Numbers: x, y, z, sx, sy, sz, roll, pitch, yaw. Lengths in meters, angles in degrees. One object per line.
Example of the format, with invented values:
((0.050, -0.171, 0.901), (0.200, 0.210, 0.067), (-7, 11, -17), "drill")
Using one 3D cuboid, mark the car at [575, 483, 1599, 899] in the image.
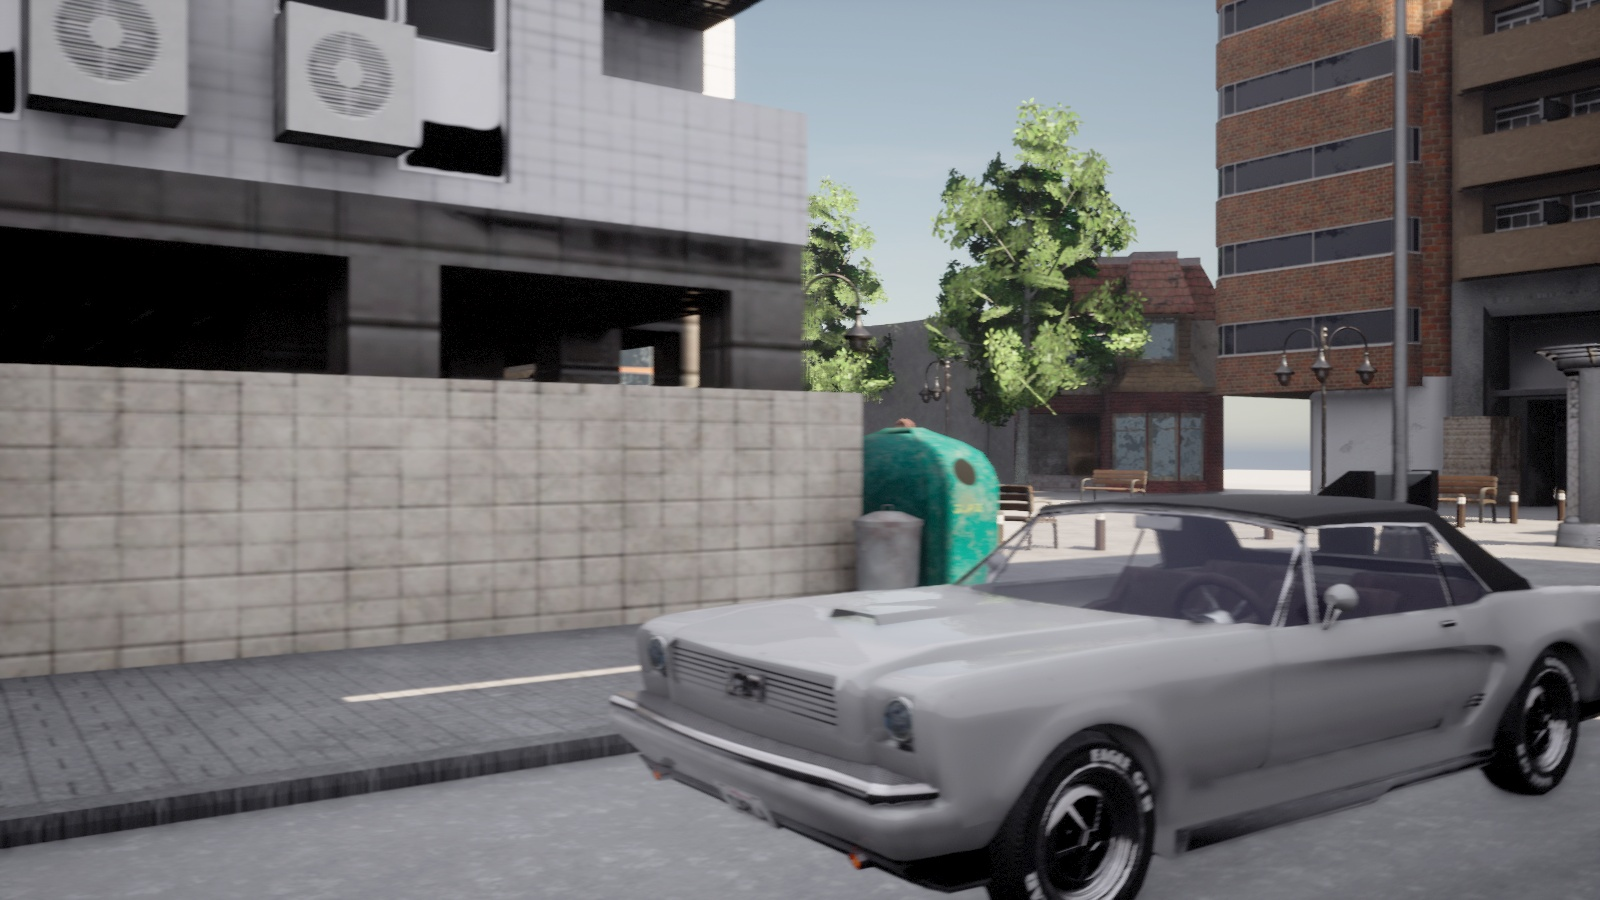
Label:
((1.613, 0.850, 5.397), (4.718, 1.301, 1.895), (0, 0, -35), "car")
